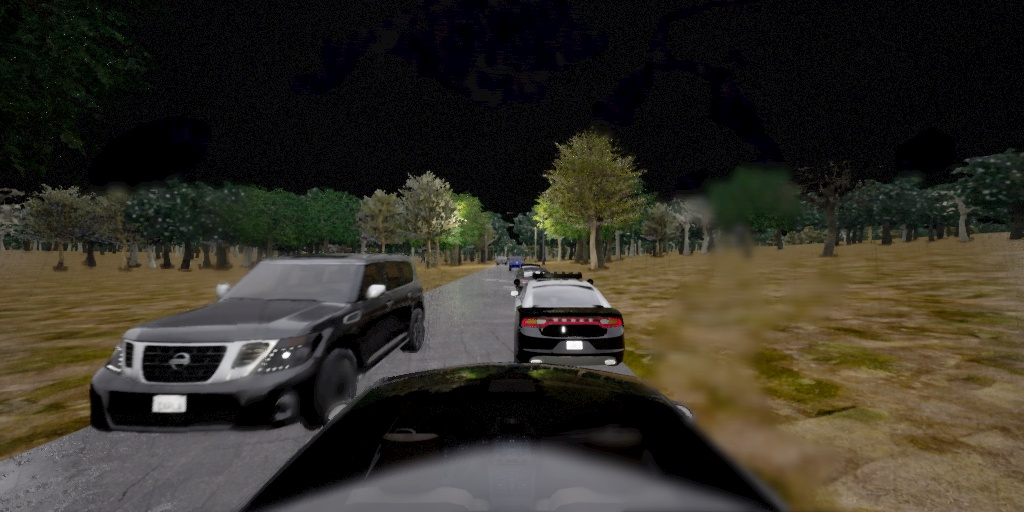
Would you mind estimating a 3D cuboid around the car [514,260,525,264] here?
[{"bbox_3d":[1.193,1.259,24.002,1.837,1.490,4.892,0,0,1],"label":"car"}]

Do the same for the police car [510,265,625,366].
[{"bbox_3d":[0.996,1.174,8.112,1.930,1.638,5.238,0,0,1],"label":"police car"}]

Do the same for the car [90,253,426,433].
[{"bbox_3d":[-3.033,0.970,5.972,2.150,2.045,5.566,0,0,1],"label":"car"}]

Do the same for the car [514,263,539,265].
[{"bbox_3d":[1.119,1.276,18.003,1.812,1.442,4.674,0,0,1],"label":"car"}]

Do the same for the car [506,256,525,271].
[{"bbox_3d":[0.675,0.999,50.099,2.150,2.045,5.566,0,0,1],"label":"car"}]
